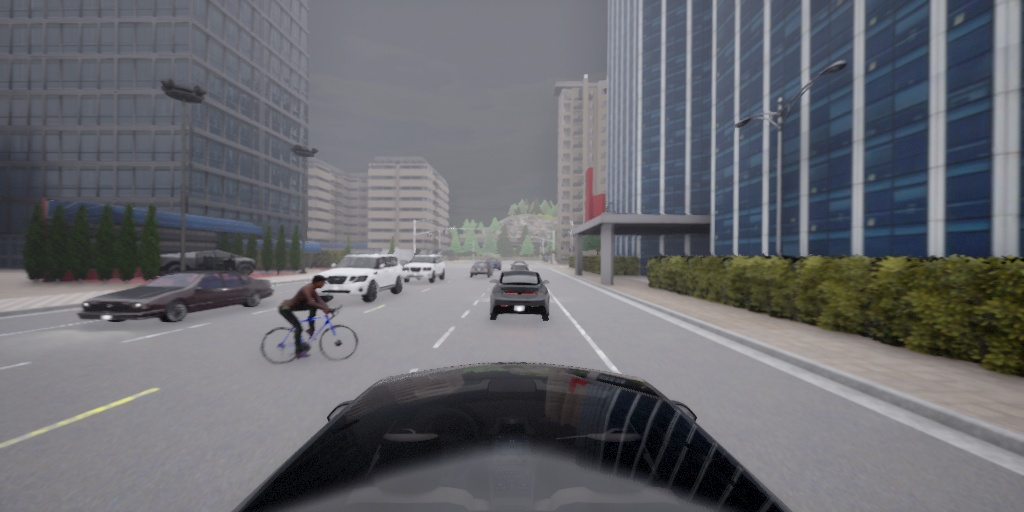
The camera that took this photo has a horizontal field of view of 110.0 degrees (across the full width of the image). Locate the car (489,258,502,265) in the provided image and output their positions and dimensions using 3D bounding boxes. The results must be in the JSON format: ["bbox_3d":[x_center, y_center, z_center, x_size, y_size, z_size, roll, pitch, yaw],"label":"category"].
[{"bbox_3d":[-2.534,1.061,49.358,2.097,1.767,4.553,0,0,1],"label":"car"}]

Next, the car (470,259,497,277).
[{"bbox_3d":[-2.835,1.259,34.032,2.033,1.411,5.357,0,0,1],"label":"car"}]

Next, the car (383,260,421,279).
[{"bbox_3d":[-9.963,1.153,32.850,1.837,1.490,4.892,0,1,2],"label":"car"}]

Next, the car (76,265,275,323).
[{"bbox_3d":[-10.433,1.203,11.923,2.033,1.411,5.357,0,0,1],"label":"car"}]

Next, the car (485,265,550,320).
[{"bbox_3d":[0.272,1.253,12.687,1.837,1.490,4.892,1,0,1],"label":"car"}]

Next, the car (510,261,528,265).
[{"bbox_3d":[0.766,1.267,37.472,1.812,1.442,4.674,0,0,1],"label":"car"}]

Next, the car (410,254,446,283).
[{"bbox_3d":[-6.600,0.902,27.526,2.150,2.045,5.566,1,0,2],"label":"car"}]

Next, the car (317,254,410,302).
[{"bbox_3d":[-6.833,0.906,16.785,2.150,2.045,5.566,0,0,1],"label":"car"}]

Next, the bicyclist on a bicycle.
[{"bbox_3d":[-3.705,1.168,6.590,1.656,1.620,0.582,-1,0,-11],"label":"bicyclist on a bicycle"}]
